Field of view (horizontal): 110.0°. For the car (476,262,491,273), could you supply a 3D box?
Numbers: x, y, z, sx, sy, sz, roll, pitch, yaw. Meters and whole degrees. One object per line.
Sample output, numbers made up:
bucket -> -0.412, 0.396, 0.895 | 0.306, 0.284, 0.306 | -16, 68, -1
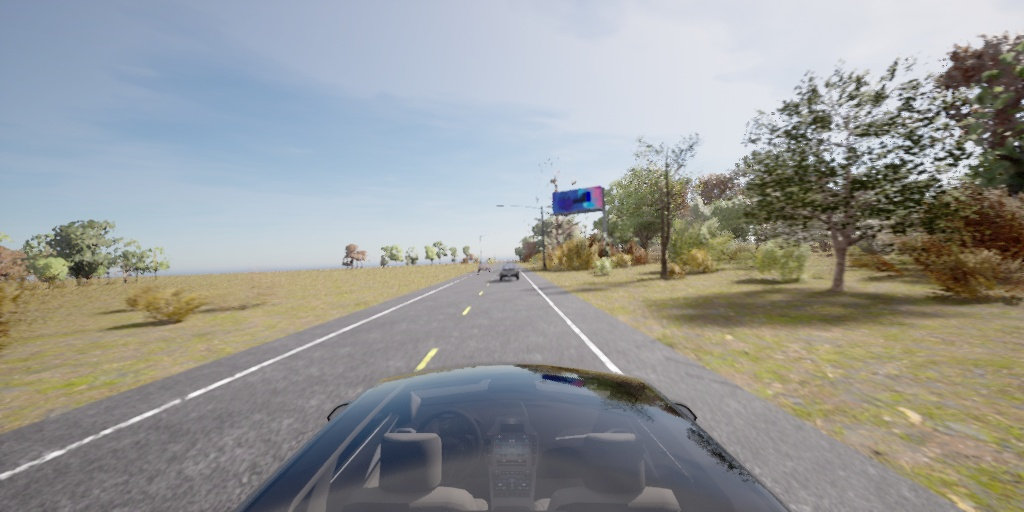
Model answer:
car -> -3.913, 1.587, 50.787 | 1.812, 1.442, 4.674 | -3, 0, -1

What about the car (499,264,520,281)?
car -> -0.249, 1.528, 34.442 | 2.128, 1.511, 4.902 | -3, 0, 0
